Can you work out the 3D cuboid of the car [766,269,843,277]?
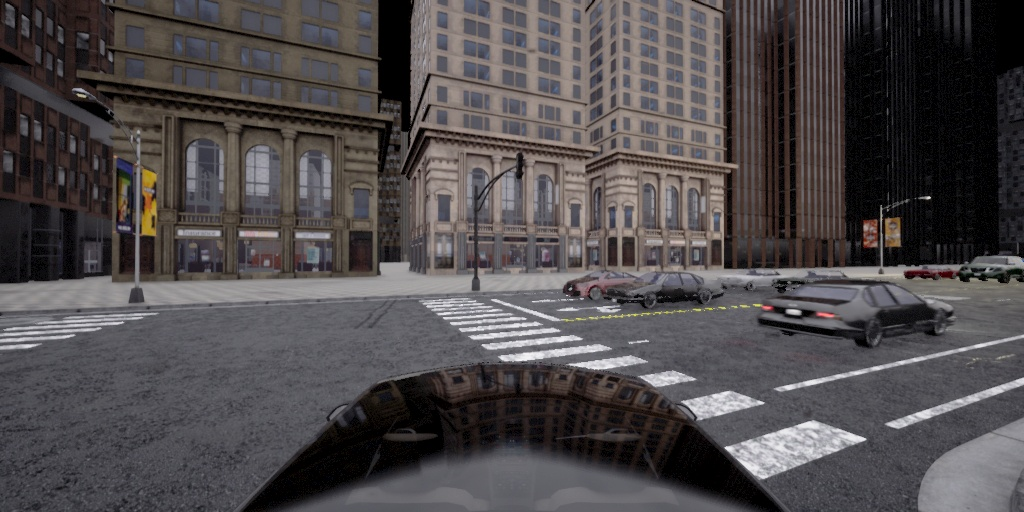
[{"bbox_3d":[16.277,1.414,19.232,4.718,1.301,1.895,0,0,-22],"label":"car"}]

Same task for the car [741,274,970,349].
[{"bbox_3d":[8.658,1.309,9.014,5.357,1.411,2.033,0,0,-22],"label":"car"}]

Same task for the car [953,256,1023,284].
[{"bbox_3d":[37.042,1.037,27.583,5.566,2.045,2.150,0,-1,-22],"label":"car"}]

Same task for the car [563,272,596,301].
[{"bbox_3d":[4.673,1.411,18.021,4.181,1.385,1.994,0,0,-22],"label":"car"}]

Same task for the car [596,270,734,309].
[{"bbox_3d":[6.533,1.366,15.273,5.357,1.411,2.033,0,0,-22],"label":"car"}]

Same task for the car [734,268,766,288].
[{"bbox_3d":[14.936,1.442,22.195,4.718,1.301,1.895,0,0,-22],"label":"car"}]

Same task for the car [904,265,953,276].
[{"bbox_3d":[35.674,1.440,30.533,4.718,1.301,1.895,0,-1,-22],"label":"car"}]
